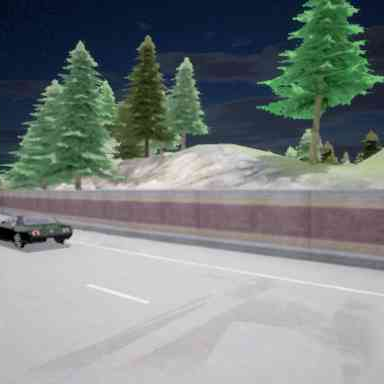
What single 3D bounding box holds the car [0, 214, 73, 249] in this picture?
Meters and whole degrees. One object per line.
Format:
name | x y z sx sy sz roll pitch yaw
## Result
car | -7.215 1.597 14.588 4.718 1.301 1.895 0 0 42
